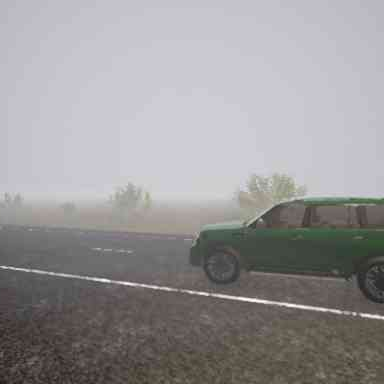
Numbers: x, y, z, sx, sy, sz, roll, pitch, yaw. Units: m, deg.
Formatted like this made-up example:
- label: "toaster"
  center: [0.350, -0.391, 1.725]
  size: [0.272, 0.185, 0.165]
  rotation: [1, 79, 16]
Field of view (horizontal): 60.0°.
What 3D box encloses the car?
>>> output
- label: "car"
  center: [2.702, 1.146, 7.947]
  size: [5.566, 2.045, 2.150]
  rotation: [0, 0, 24]
